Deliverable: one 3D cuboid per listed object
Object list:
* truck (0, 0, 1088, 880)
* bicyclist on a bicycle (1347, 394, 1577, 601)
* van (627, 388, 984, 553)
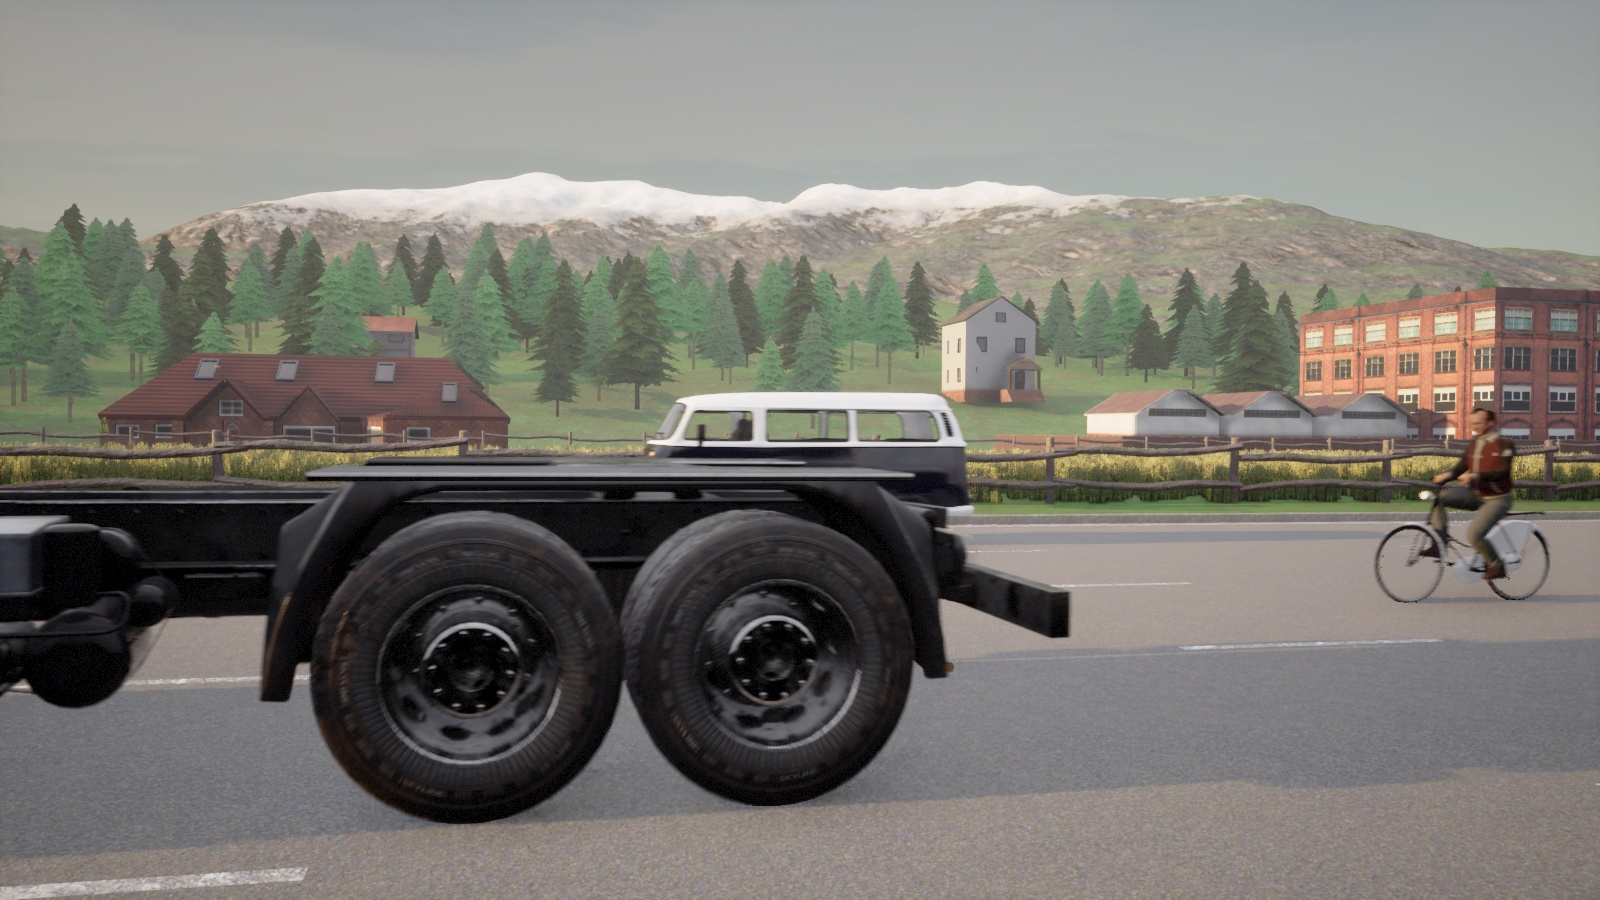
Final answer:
[{"bbox_3d":[-3.031,-0.300,5.615,7.936,3.462,2.891,-1,1,-13],"label":"truck"},{"bbox_3d":[5.934,0.394,11.286,1.843,1.776,0.659,0,1,-13],"label":"bicyclist on a bicycle"},{"bbox_3d":[0.003,0.221,17.099,4.480,2.038,2.069,-1,1,-13],"label":"van"}]
